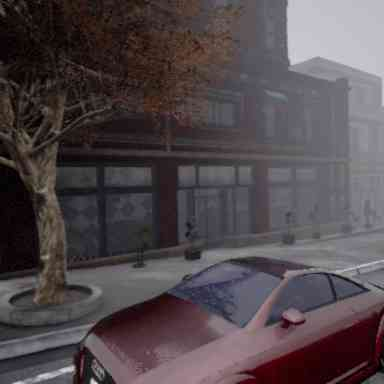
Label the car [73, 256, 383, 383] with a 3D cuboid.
[{"bbox_3d":[0.784,1.562,4.072,4.181,1.385,1.994,0,0,-35],"label":"car"}]
